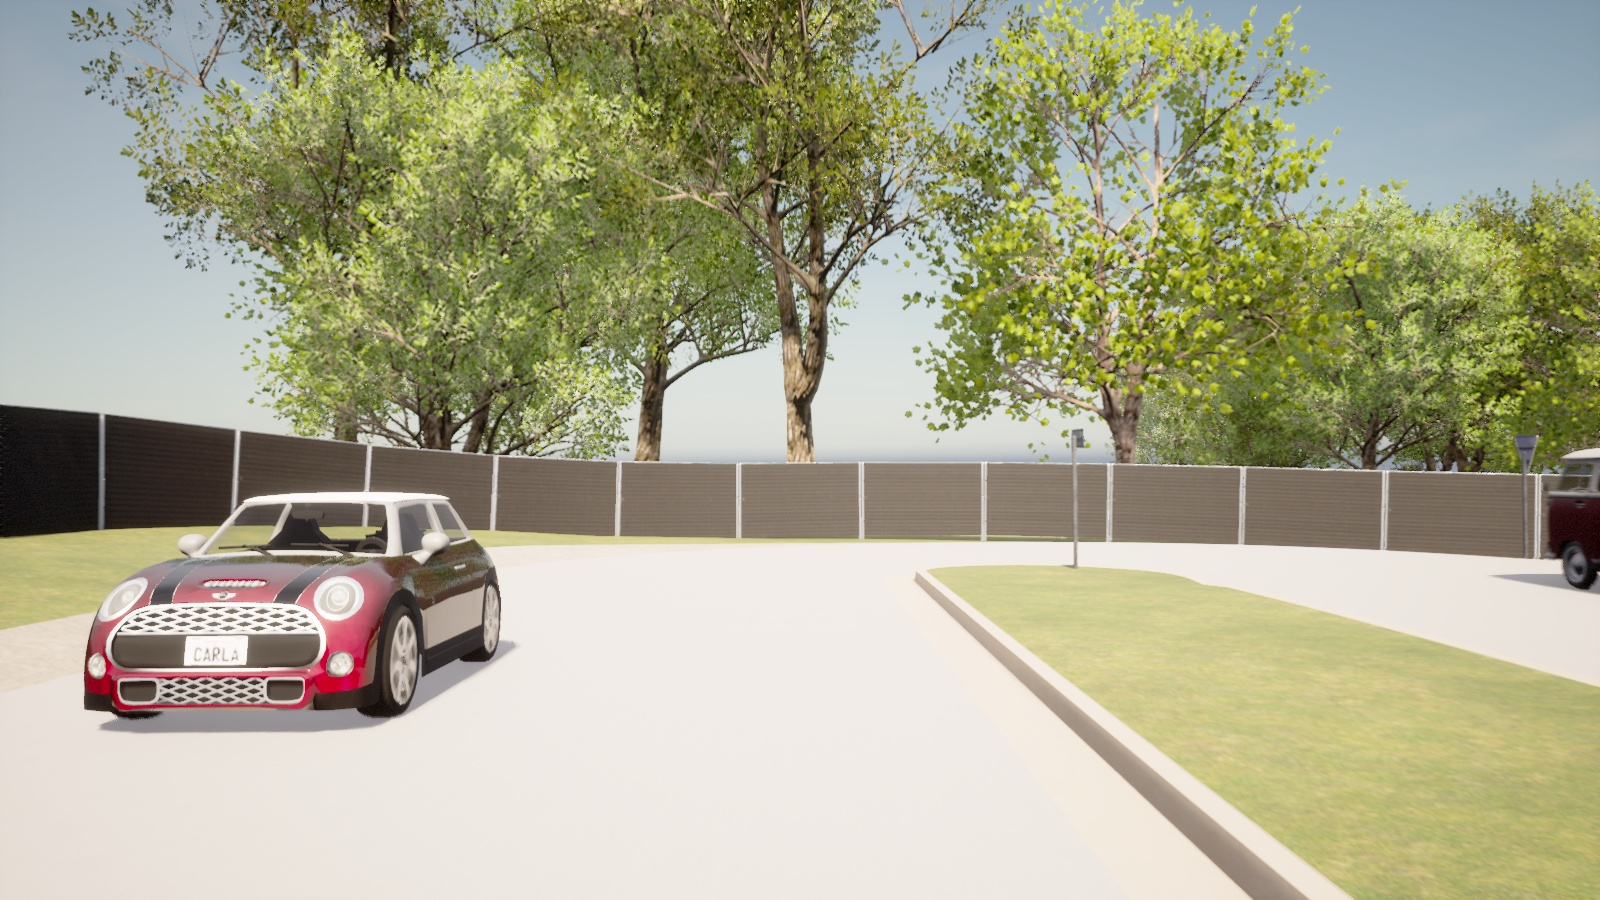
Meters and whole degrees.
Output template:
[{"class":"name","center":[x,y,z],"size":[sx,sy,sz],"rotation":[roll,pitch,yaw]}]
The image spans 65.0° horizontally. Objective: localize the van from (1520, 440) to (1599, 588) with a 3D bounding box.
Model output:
[{"class":"van","center":[11.583,0.832,16.418],"size":[1.775,1.987,4.442],"rotation":[-1,-1,1]}]

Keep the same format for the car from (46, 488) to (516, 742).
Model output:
[{"class":"car","center":[-3.563,1.050,9.475],"size":[1.970,1.475,3.806],"rotation":[-1,-1,0]}]
